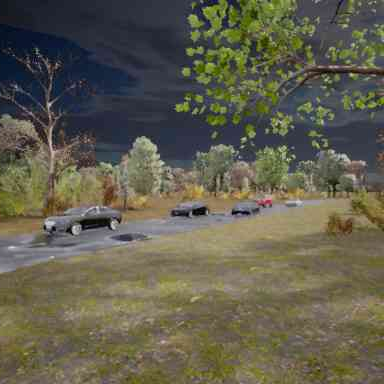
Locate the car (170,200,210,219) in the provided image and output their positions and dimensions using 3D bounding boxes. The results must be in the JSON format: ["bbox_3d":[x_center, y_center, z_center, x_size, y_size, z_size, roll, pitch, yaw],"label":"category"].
[{"bbox_3d":[-0.094,1.526,29.901,1.882,1.535,5.008,0,0,29],"label":"car"}]

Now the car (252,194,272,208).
[{"bbox_3d":[10.125,1.310,48.577,2.150,2.045,5.566,0,0,29],"label":"car"}]

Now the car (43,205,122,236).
[{"bbox_3d":[-6.049,1.517,18.916,2.128,1.511,4.902,0,0,28],"label":"car"}]

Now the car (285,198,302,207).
[{"bbox_3d":[16.506,1.688,53.840,1.895,1.301,4.718,0,0,29],"label":"car"}]

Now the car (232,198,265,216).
[{"bbox_3d":[5.566,1.616,33.635,1.994,1.385,4.181,0,0,28],"label":"car"}]
